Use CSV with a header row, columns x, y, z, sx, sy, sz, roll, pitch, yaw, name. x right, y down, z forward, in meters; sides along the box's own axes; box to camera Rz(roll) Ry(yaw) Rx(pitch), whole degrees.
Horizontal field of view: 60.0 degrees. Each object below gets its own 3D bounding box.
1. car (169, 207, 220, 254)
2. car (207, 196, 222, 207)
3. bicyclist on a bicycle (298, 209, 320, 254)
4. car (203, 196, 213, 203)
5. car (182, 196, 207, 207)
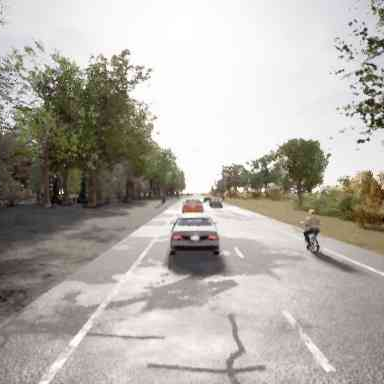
x,y,z,sx,sy,sz,roll,pitch,yaw,name
0.094,1.557,13.424,2.033,1.411,5.357,0,0,0,car
3.585,1.588,51.323,2.033,1.411,5.357,0,0,0,car
4.482,1.446,12.546,0.866,1.612,1.509,0,0,0,bicyclist on a bicycle
3.481,1.560,73.353,1.837,1.490,4.892,0,0,0,car
0.090,1.377,33.262,2.097,1.767,4.553,0,0,0,car
